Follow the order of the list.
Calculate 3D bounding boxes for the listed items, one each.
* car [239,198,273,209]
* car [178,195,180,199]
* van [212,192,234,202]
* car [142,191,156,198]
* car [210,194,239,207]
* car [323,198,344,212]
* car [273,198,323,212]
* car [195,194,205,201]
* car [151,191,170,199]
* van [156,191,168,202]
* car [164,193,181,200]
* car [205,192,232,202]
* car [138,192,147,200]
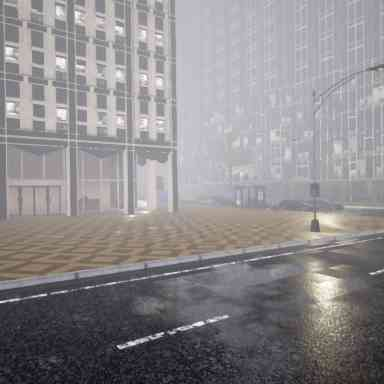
[{"bbox_3d":[8.089,1.388,40.359,1.802,1.307,4.206,0,1,-35],"label":"car"},{"bbox_3d":[-4.186,0.767,63.117,1.812,1.442,4.674,-1,1,-35],"label":"car"},{"bbox_3d":[5.420,0.855,59.213,1.690,1.788,3.998,0,1,-35],"label":"van"},{"bbox_3d":[-10.689,0.686,82.625,1.967,1.590,4.097,0,1,-35],"label":"car"},{"bbox_3d":[4.916,1.319,45.074,1.947,1.339,4.313,0,1,-35],"label":"car"},{"bbox_3d":[14.249,1.388,36.158,1.994,1.385,4.181,-1,1,-35],"label":"car"},{"bbox_3d":[11.297,1.424,35.665,1.947,1.339,4.313,0,1,-35],"label":"car"},{"bbox_3d":[2.199,1.043,63.898,1.802,1.307,4.206,0,1,-35],"label":"car"},{"bbox_3d":[-7.467,0.615,77.942,2.192,1.841,5.009,0,1,-35],"label":"car"},{"bbox_3d":[-4.705,0.937,59.146,1.690,1.788,3.998,0,1,-35],"label":"van"},{"bbox_3d":[-4.244,0.936,73.263,1.802,1.307,4.206,0,1,-35],"label":"car"},{"bbox_3d":[4.554,1.177,50.260,1.837,1.490,4.892,-1,1,-34],"label":"car"},{"bbox_3d":[-11.149,1.039,68.513,2.008,1.369,4.403,0,1,-35],"label":"car"}]
